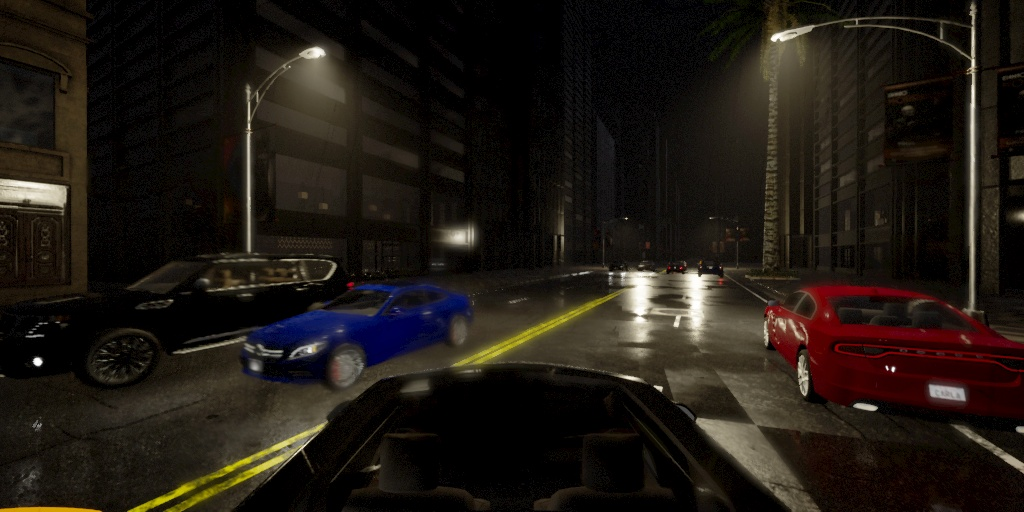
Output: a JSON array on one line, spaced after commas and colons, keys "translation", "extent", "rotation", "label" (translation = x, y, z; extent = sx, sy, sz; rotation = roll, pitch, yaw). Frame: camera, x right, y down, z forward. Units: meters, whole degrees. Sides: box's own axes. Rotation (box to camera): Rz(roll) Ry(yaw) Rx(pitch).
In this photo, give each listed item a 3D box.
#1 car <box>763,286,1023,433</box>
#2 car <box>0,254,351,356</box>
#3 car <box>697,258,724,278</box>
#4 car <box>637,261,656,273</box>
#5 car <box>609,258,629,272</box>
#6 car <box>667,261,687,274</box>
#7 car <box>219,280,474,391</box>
[{"translation": [5.511, 1.228, 5.807], "extent": [1.882, 1.535, 5.008], "rotation": [0, 0, 27], "label": "car"}, {"translation": [-5.999, 0.971, 7.449], "extent": [2.150, 2.045, 5.566], "rotation": [0, 0, 27], "label": "car"}, {"translation": [19.269, 1.116, 34.891], "extent": [2.097, 1.767, 4.553], "rotation": [0, 0, 27], "label": "car"}, {"translation": [17.015, 1.318, 45.130], "extent": [2.033, 1.411, 5.357], "rotation": [0, 0, 27], "label": "car"}, {"translation": [13.673, 1.274, 45.732], "extent": [1.837, 1.490, 4.892], "rotation": [0, 0, 27], "label": "car"}, {"translation": [18.625, 1.315, 40.713], "extent": [2.033, 1.411, 5.357], "rotation": [0, 0, 27], "label": "car"}, {"translation": [-2.529, 1.275, 7.090], "extent": [1.812, 1.442, 4.674], "rotation": [0, 0, 27], "label": "car"}]
